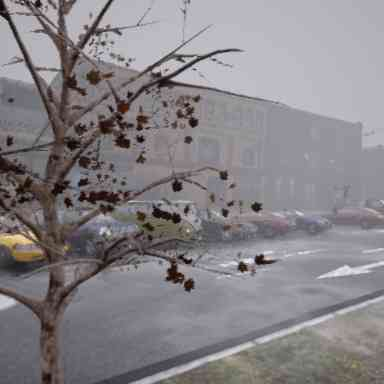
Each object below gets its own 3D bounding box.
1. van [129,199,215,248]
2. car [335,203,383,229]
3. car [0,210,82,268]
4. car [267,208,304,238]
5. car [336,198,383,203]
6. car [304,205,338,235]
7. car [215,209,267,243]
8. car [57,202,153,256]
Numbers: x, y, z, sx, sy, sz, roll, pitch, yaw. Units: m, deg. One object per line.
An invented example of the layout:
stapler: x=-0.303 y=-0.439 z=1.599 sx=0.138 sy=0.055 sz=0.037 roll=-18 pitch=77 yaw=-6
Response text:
van: x=-1.492 y=1.324 z=14.892 sx=4.442 sy=1.987 sz=1.878 roll=-1 pitch=-1 yaw=35
car: x=10.946 y=1.738 z=23.371 sx=4.674 sy=1.452 sz=2.002 roll=-1 pitch=-1 yaw=37
car: x=-6.376 y=1.486 z=11.373 sx=5.366 sy=1.575 sz=1.946 roll=-1 pitch=-1 yaw=34
car: x=3.396 y=1.650 z=18.360 sx=4.674 sy=1.452 sz=2.002 roll=-1 pitch=-1 yaw=36
car: x=13.510 y=1.477 z=25.008 sx=5.566 sy=2.045 sz=2.435 roll=-1 pitch=-2 yaw=37
car: x=5.903 y=1.680 z=20.053 sx=4.674 sy=1.452 sz=2.002 roll=-1 pitch=-2 yaw=36
car: x=0.895 y=1.582 z=16.672 sx=4.892 sy=1.521 sz=2.231 roll=-1 pitch=-2 yaw=35
car: x=-4.089 y=1.396 z=13.244 sx=4.553 sy=1.767 sz=2.185 roll=-1 pitch=-1 yaw=35
